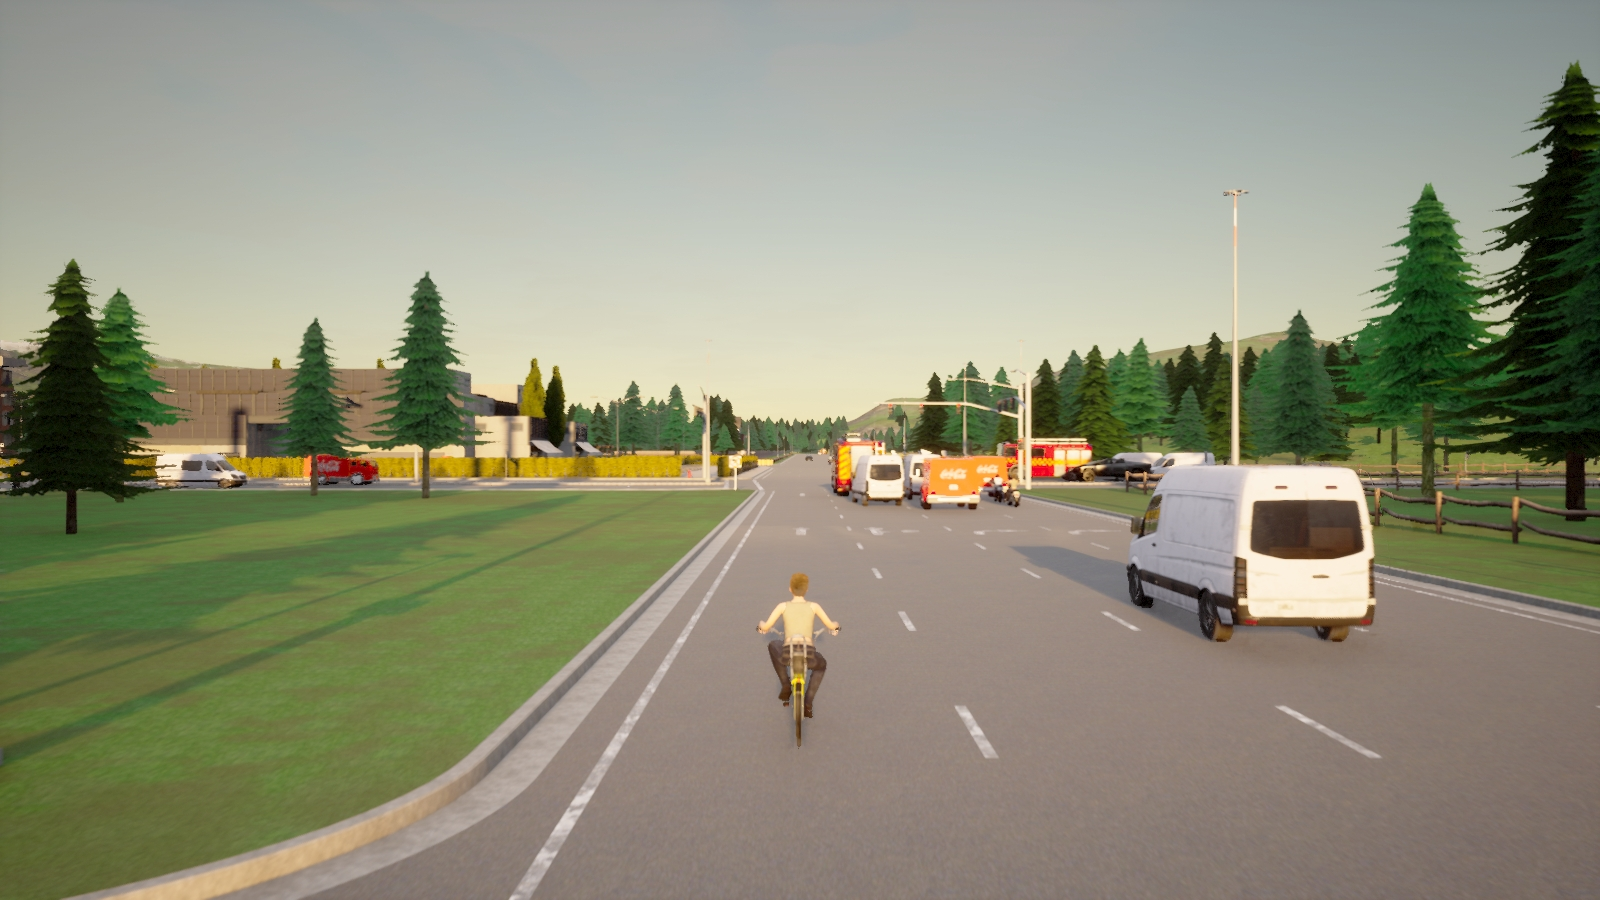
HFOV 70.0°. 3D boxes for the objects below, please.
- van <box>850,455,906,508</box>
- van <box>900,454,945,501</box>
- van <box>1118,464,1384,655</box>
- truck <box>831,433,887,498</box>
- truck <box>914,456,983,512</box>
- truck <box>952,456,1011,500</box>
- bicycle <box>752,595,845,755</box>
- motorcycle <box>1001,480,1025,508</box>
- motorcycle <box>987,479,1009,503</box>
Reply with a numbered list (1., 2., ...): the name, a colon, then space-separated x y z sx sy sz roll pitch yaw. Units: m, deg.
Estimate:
1. van: 3.929 1.534 58.642 1.988 2.561 5.915 0 0 -5
2. van: 7.002 1.534 65.764 1.988 2.561 5.915 0 0 0
3. van: 6.978 1.533 18.551 1.988 2.561 5.915 0 0 0
4. truck: 3.557 0.890 71.119 2.891 3.827 8.468 0 0 -1
5. truck: 6.998 1.574 54.610 2.627 2.467 5.204 0 0 0
6. truck: 10.486 1.568 66.410 2.627 2.467 5.204 0 0 0
7. bicycle: -0.013 2.158 11.230 0.859 1.276 1.487 0 0 0
8. motorcycle: 10.500 2.154 56.479 0.764 1.307 2.356 0 0 0
9. motorcycle: 10.498 2.186 60.673 0.803 1.199 2.033 0 0 0
